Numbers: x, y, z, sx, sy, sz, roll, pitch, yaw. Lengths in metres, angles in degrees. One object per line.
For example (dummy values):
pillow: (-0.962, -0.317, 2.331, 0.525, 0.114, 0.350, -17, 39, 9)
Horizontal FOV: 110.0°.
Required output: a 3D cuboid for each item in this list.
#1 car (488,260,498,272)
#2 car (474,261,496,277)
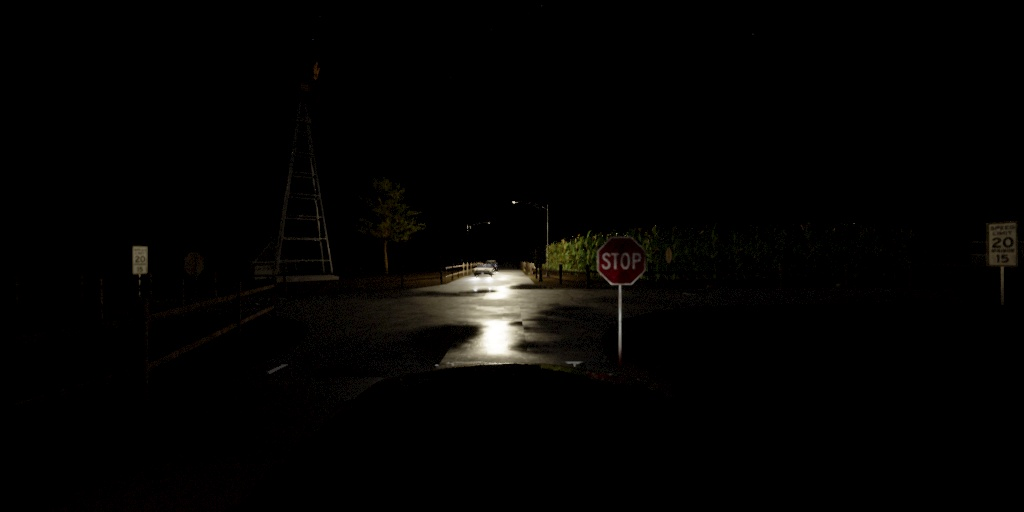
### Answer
car: (-3.112, 1.428, 53.041, 2.097, 1.767, 4.553, 0, -1, 0)
car: (-3.009, 1.523, 38.402, 1.895, 1.301, 4.718, 0, -1, 0)
